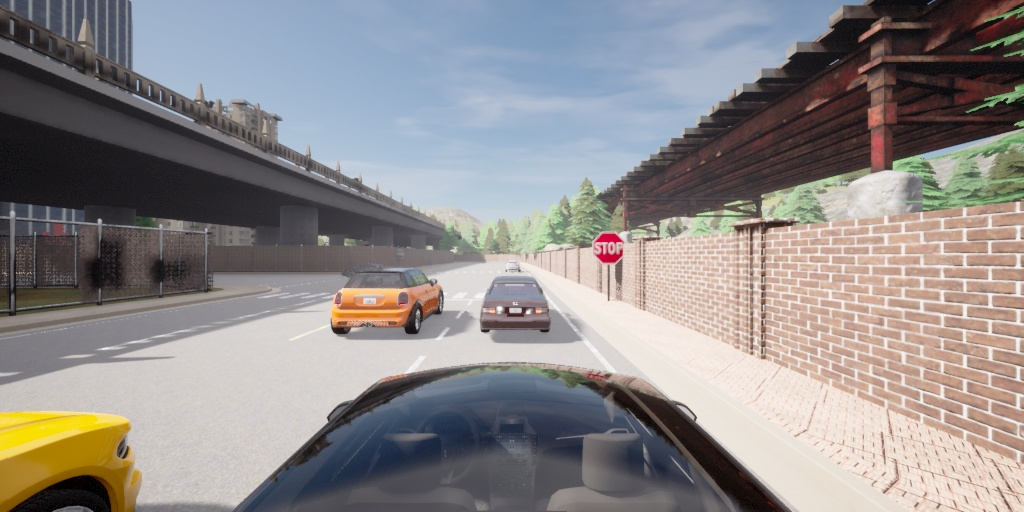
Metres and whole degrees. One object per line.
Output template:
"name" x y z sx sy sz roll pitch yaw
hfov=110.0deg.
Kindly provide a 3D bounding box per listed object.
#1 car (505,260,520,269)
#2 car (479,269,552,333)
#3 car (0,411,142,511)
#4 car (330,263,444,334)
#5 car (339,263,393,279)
"car" 0.092 1.276 45.446 1.812 1.442 4.674 0 0 -1
"car" 0.079 1.297 10.758 2.033 1.411 5.357 0 0 0
"car" -3.397 1.228 0.274 1.882 1.535 5.008 0 0 0
"car" -3.422 1.102 10.736 2.097 1.767 4.553 0 0 0
"car" -13.277 1.314 32.767 4.181 1.385 1.994 0 0 5
